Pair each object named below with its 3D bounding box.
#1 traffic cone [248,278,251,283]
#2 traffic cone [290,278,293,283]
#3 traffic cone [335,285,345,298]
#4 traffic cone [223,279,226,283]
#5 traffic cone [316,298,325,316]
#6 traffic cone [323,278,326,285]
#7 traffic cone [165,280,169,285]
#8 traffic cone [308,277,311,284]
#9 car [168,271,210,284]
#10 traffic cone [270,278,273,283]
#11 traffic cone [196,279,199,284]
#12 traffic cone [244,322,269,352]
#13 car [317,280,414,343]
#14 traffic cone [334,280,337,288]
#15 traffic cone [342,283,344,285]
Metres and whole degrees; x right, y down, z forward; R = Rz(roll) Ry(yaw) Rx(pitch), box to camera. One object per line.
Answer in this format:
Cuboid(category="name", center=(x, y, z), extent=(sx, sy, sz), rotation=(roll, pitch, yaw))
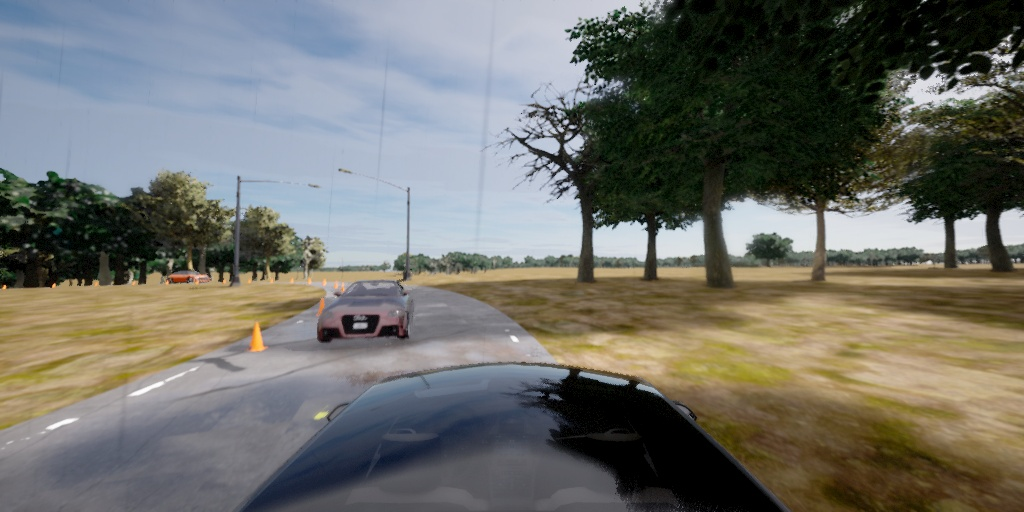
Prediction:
Cuboid(category="traffic cone", center=(-29.810, 2.762, 40.700), extent=(0.340, 0.580, 0.340), rotation=(0, 0, 27))
Cuboid(category="traffic cone", center=(-21.880, 2.388, 35.626), extent=(0.340, 0.580, 0.340), rotation=(0, 0, 39))
Cuboid(category="traffic cone", center=(-8.042, 1.792, 16.852), extent=(0.340, 0.580, 0.340), rotation=(0, 0, -21))
Cuboid(category="traffic cone", center=(-34.128, 2.957, 42.588), extent=(0.340, 0.580, 0.340), rotation=(0, 0, 21))
Cuboid(category="traffic cone", center=(-6.549, 1.747, 12.375), extent=(0.340, 0.580, 0.340), rotation=(0, 0, -15))
Cuboid(category="traffic cone", center=(-15.176, 2.084, 29.013), extent=(0.340, 0.580, 0.340), rotation=(0, 0, -39))
Cuboid(category="traffic cone", center=(-43.237, 3.281, 44.969), extent=(0.340, 0.580, 0.340), rotation=(0, 0, 9))
Cuboid(category="traffic cone", center=(-18.355, 2.227, 32.496), extent=(0.340, 0.580, 0.340), rotation=(0, 0, 45))
Cuboid(category="car", center=(-42.251, 2.758, 46.974), extent=(4.553, 1.767, 2.097), rotation=(-2, -3, 8))
Cuboid(category="traffic cone", center=(-25.711, 2.567, 38.371), extent=(0.340, 0.580, 0.340), rotation=(0, 0, 33))
Cuboid(category="traffic cone", center=(-38.620, 3.130, 44.016), extent=(0.340, 0.580, 0.340), rotation=(0, 0, 15))
Cuboid(category="traffic cone", center=(-5.532, 1.730, 7.765), extent=(0.340, 0.580, 0.340), rotation=(0, 0, -9))
Cuboid(category="car", center=(-3.758, 1.356, 9.843), extent=(1.994, 1.385, 4.181), rotation=(0, 0, -12))
Cuboid(category="traffic cone", center=(-12.378, 1.963, 25.217), extent=(0.340, 0.580, 0.340), rotation=(0, 0, -33))
Cuboid(category="traffic cone", center=(-9.991, 1.864, 21.149), extent=(0.340, 0.580, 0.340), rotation=(0, 0, -27))
